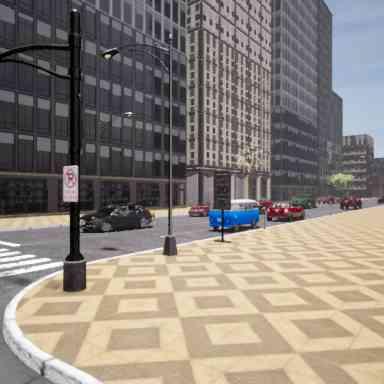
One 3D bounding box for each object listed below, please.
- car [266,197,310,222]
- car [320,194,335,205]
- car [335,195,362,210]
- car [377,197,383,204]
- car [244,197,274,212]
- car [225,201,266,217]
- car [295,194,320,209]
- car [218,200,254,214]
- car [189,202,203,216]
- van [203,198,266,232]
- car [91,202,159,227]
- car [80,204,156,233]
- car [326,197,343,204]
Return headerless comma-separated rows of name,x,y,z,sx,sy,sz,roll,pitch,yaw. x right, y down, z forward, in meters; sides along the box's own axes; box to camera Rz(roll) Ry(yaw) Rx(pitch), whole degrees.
car,7.652,1.472,26.862,1.967,1.590,4.097,0,0,38
car,25.260,1.380,62.485,2.192,1.841,5.009,0,0,38
car,21.274,1.368,44.462,2.192,1.841,5.009,0,0,38
car,38.301,1.657,66.460,1.947,1.339,4.313,0,0,38
car,8.232,1.470,40.486,1.967,1.590,4.097,0,0,38
car,5.357,1.628,32.733,1.895,1.301,4.718,0,0,38
car,15.131,1.269,45.239,2.150,2.045,5.566,0,0,38
car,4.826,1.570,36.086,1.887,1.381,4.507,0,0,38
car,1.421,1.603,31.686,1.802,1.307,4.206,0,0,38
van,2.672,1.368,20.247,1.690,1.788,3.998,0,0,38
car,-4.708,1.540,23.980,1.752,1.417,4.829,0,0,38
car,-4.530,1.521,19.972,1.837,1.490,4.892,0,0,38
car,28.665,1.623,66.884,2.008,1.369,4.403,0,0,38
